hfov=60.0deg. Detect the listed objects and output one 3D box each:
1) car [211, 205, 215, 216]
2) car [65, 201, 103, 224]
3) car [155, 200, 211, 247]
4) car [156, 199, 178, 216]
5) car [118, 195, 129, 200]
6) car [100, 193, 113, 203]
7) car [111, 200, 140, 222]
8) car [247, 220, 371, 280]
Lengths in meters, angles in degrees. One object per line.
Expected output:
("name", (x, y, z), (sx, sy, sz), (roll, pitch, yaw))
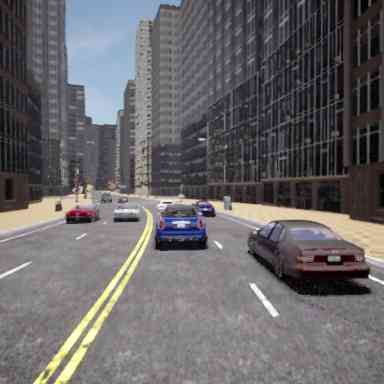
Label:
("car", (0.908, 1.522, 31.822), (1.994, 1.385, 4.181), (0, 0, -8))
("car", (-8.254, 1.605, 25.426), (1.895, 1.301, 4.718), (0, 0, -7))
("car", (-0.564, 1.343, 15.250), (2.097, 1.767, 4.553), (0, 0, -4))
("car", (-2.531, 1.495, 32.884), (1.812, 1.442, 4.674), (0, 0, -9))
("car", (-13.680, 1.447, 66.429), (2.128, 1.511, 4.902), (0, 0, -17))
("car", (-17.165, 1.174, 66.727), (2.150, 2.045, 5.566), (0, 0, -17))
("car", (-5.074, 1.592, 26.194), (1.895, 1.301, 4.718), (0, 0, -7))
("car", (3.047, 1.535, 9.932), (2.033, 1.411, 5.357), (0, 0, -3))
